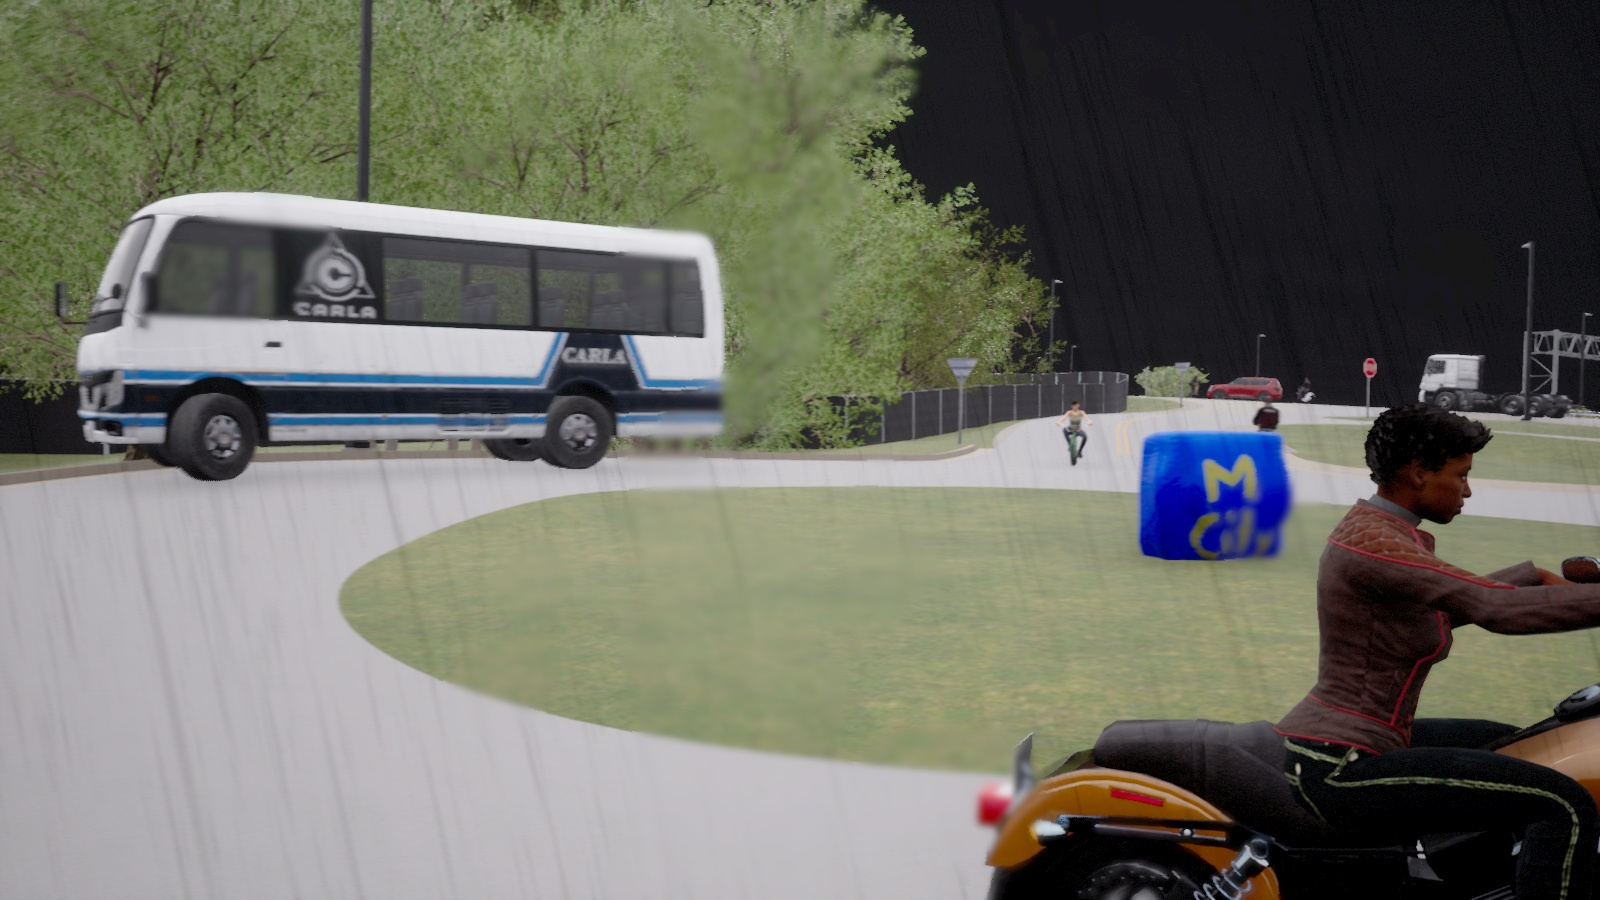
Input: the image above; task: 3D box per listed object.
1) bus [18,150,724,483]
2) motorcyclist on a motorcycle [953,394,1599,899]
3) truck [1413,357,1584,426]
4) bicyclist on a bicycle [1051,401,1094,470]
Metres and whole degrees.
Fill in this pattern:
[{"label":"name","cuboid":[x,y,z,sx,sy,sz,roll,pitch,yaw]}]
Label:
[{"label":"bus","cuboid":[-6.679,-1.857,20.712,10.273,4.253,3.944,-1,3,-36]},{"label":"motorcyclist on a motorcycle","cuboid":[1.576,0.718,2.711,2.350,1.649,0.766,1,1,21]},{"label":"truck","cuboid":[40.136,-3.451,72.467,2.891,3.462,7.936,1,5,-33]},{"label":"bicyclist on a bicycle","cuboid":[6.622,-0.364,30.455,0.866,1.612,1.509,2,2,16]}]
